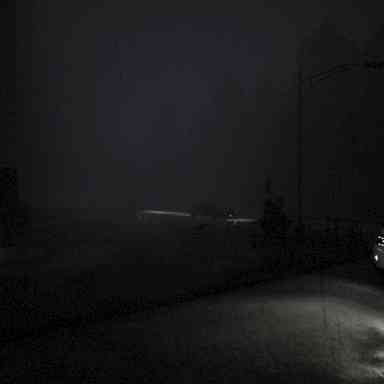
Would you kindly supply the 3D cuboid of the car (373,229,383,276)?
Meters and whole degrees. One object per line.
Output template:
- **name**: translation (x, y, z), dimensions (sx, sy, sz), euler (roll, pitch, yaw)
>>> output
- **car**: translation (7.138, 1.222, 9.258), dimensions (5.566, 2.045, 2.150), euler (0, 1, -41)

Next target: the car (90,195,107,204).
- **car**: translation (-18.055, 1.352, 63.971), dimensions (2.097, 1.767, 4.553), euler (0, 0, -35)

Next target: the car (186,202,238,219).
- **car**: translation (1.595, 1.547, 29.322), dimensions (2.033, 1.411, 5.357), euler (0, 0, -36)

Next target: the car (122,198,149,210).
- **car**: translation (-7.110, 1.492, 41.494), dimensions (2.128, 1.511, 4.902), euler (0, 0, -35)
